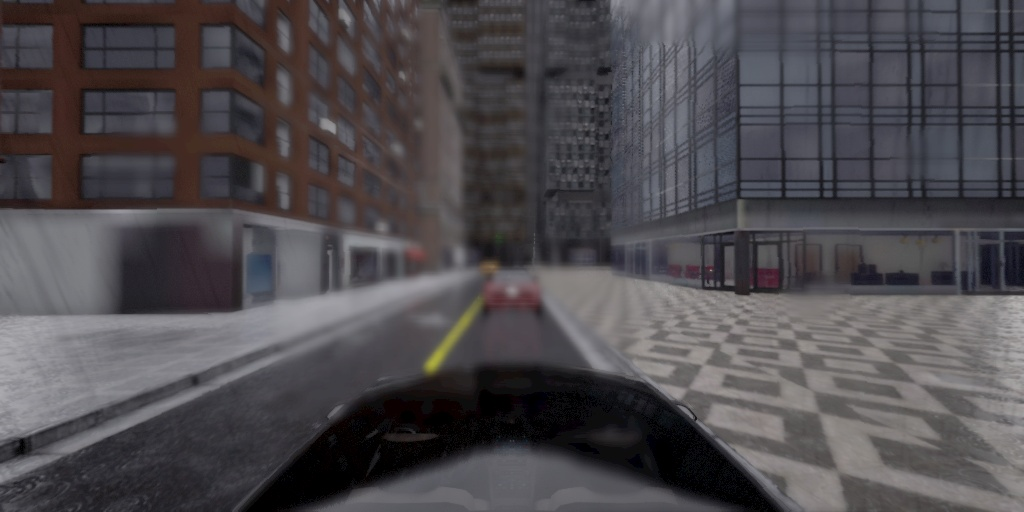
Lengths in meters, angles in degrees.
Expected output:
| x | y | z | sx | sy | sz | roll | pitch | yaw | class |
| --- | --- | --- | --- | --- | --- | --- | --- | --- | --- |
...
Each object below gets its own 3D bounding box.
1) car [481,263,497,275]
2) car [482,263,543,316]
| x | y | z | sx | sy | sz | roll | pitch | yaw | class |
| --- | --- | --- | --- | --- | --- | --- | --- | --- | --- |
| -3.046 | 1.680 | 48.863 | 1.882 | 1.535 | 5.008 | 0 | -1 | 1 | car |
| 0.043 | 1.216 | 14.128 | 2.097 | 1.767 | 4.553 | 0 | -1 | 1 | car |
